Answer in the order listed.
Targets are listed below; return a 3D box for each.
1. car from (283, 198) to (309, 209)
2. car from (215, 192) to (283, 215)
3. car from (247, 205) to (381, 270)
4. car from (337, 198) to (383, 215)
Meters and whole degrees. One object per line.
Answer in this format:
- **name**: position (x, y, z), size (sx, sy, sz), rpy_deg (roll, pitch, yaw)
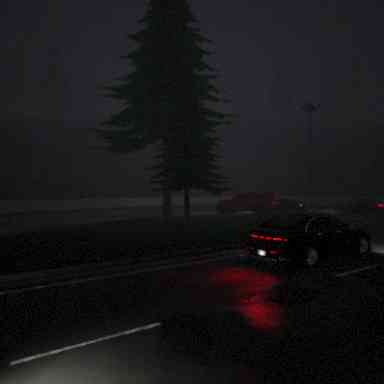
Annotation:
- **car**: position (8.531, 1.288, 31.264), size (4.674, 1.442, 1.812), rpy_deg (0, 0, 37)
- **car**: position (4.810, 1.022, 29.489), size (5.566, 2.045, 2.150), rpy_deg (0, -1, 25)
- **car**: position (3.924, 1.418, 10.822), size (4.892, 1.490, 1.837), rpy_deg (-1, 1, -36)
- **car**: position (14.974, 1.249, 29.339), size (1.812, 1.442, 4.674), rpy_deg (0, 0, -30)
